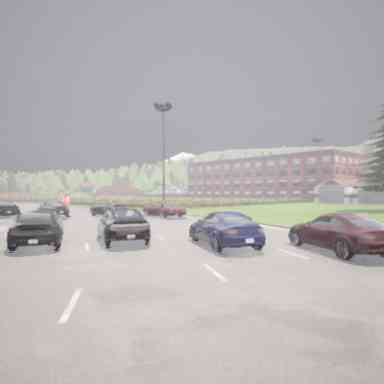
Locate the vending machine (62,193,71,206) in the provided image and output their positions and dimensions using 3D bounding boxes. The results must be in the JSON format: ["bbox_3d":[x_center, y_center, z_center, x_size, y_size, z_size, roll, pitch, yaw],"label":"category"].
[{"bbox_3d":[-20.934,1.274,55.488,1.100,2.100,0.880,0,0,-43],"label":"vending machine"}]

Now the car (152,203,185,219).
[{"bbox_3d":[-2.504,1.585,29.205,1.895,1.301,4.718,0,0,-35],"label":"car"}]

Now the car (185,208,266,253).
[{"bbox_3d":[1.317,1.501,13.553,1.812,1.442,4.674,0,0,-17],"label":"car"}]

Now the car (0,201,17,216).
[{"bbox_3d":[-17.218,1.560,30.205,1.882,1.535,5.008,0,0,-41],"label":"car"}]

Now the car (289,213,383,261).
[{"bbox_3d":[5.374,1.475,12.139,1.812,1.442,4.674,0,0,-14],"label":"car"}]

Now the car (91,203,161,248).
[{"bbox_3d":[-3.169,1.496,15.042,2.128,1.511,4.902,0,0,-20],"label":"car"}]

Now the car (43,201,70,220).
[{"bbox_3d":[-12.695,1.577,30.315,1.812,1.442,4.674,0,0,-40],"label":"car"}]

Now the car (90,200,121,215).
[{"bbox_3d":[-7.593,1.509,30.029,2.128,1.511,4.902,0,0,-39],"label":"car"}]

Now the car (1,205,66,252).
[{"bbox_3d":[-6.536,1.533,14.186,1.837,1.490,4.892,0,0,-20],"label":"car"}]
